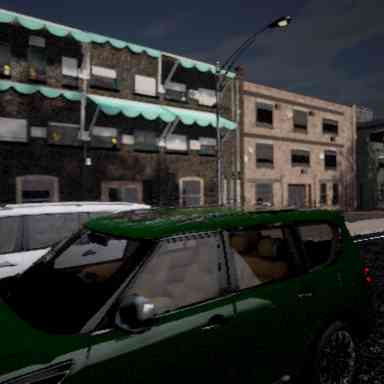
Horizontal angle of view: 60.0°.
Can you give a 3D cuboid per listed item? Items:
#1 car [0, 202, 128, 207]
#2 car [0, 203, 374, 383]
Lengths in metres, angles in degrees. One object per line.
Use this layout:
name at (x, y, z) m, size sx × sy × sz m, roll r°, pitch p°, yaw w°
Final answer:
car at (-3.068, 1.218, 5.491) m, size 5.566 × 2.045 × 2.150 m, roll 0°, pitch 0°, yaw -35°
car at (-0.321, 1.213, 3.456) m, size 5.566 × 2.045 × 2.150 m, roll 0°, pitch 0°, yaw -35°
